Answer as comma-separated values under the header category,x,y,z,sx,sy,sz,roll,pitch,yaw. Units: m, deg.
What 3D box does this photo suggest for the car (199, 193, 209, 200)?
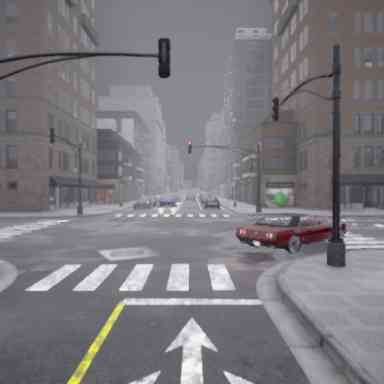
category,x,y,z,sx,sy,sz,roll,pitch,yaw
car,2.346,1.210,50.222,1.802,1.307,4.206,0,0,0

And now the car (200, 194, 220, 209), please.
category,x,y,z,sx,sy,sz,roll,pitch,yaw
car,2.334,1.269,39.199,1.947,1.339,4.313,0,0,0

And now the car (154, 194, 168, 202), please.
category,x,y,z,sx,sy,sz,roll,pitch,yaw
car,-5.667,1.108,61.251,2.008,1.369,4.403,0,0,0

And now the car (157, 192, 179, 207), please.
category,x,y,z,sx,sy,sz,roll,pitch,yaw
car,-3.141,1.152,43.323,1.882,1.535,5.008,0,0,0

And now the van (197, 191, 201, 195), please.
category,x,y,z,sx,sy,sz,roll,pitch,yaw
van,2.358,0.898,61.241,1.690,1.788,3.998,0,0,0

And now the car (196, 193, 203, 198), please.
category,x,y,z,sx,sy,sz,roll,pitch,yaw
car,1.983,0.898,93.167,1.812,1.442,4.674,0,0,0

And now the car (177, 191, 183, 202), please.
category,x,y,z,sx,sy,sz,roll,pitch,yaw
car,-3.080,1.072,59.465,1.837,1.490,4.892,0,1,1

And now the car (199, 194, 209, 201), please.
category,x,y,z,sx,sy,sz,roll,pitch,yaw
car,2.364,1.074,66.753,2.008,1.369,4.403,0,0,0

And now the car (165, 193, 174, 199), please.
category,x,y,z,sx,sy,sz,roll,pitch,yaw
car,-5.643,0.979,83.294,2.008,1.369,4.403,0,0,0

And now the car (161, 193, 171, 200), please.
category,x,y,z,sx,sy,sz,roll,pitch,yaw
car,-5.655,0.931,72.272,1.967,1.590,4.097,0,0,0

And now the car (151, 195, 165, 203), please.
category,x,y,z,sx,sy,sz,roll,pitch,yaw
car,-5.673,1.174,55.741,1.802,1.307,4.206,0,0,0

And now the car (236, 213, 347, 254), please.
category,x,y,z,sx,sy,sz,roll,pitch,yaw
car,3.985,1.458,12.814,4.718,1.301,1.895,-1,0,-38

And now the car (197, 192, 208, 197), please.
category,x,y,z,sx,sy,sz,roll,pitch,yaw
car,2.351,1.158,55.732,1.947,1.339,4.313,0,0,0

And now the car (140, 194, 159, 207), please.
category,x,y,z,sx,sy,sz,roll,pitch,yaw
car,-5.685,1.105,44.719,1.967,1.590,4.097,0,0,0

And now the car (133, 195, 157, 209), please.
category,x,y,z,sx,sy,sz,roll,pitch,yaw
car,-5.691,1.143,39.208,1.967,1.590,4.097,0,0,0

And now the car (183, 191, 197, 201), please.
category,x,y,z,sx,sy,sz,roll,pitch,yaw
car,-0.273,1.087,66.764,1.994,1.385,4.181,0,0,0
